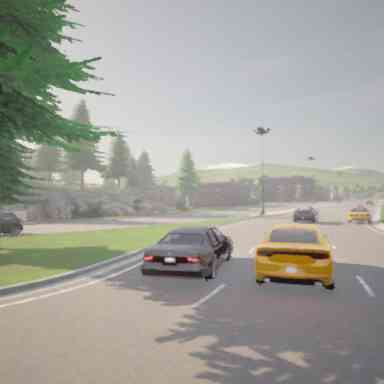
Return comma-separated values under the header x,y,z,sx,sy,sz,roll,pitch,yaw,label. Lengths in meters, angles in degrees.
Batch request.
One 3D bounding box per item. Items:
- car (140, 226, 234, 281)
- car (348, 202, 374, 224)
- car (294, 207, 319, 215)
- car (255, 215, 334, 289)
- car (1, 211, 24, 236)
x,y,z,sx,sy,sz,roll,pitch,yaw,label
0.108,1.821,10.857,2.033,1.411,5.357,-1,-1,15,car
15.306,1.976,30.272,1.801,1.575,5.366,-2,-2,29,car
10.710,2.100,31.025,2.128,1.511,4.902,-2,-2,26,car
3.126,1.684,9.953,1.882,1.535,5.008,-1,-1,20,car
-13.924,2.114,22.260,4.553,1.767,2.097,0,-2,-45,car
